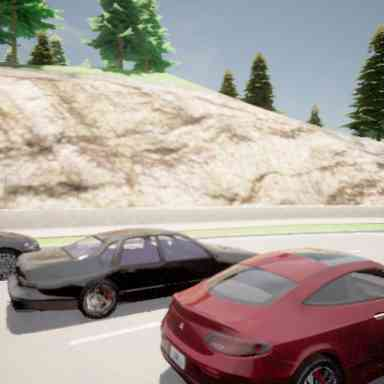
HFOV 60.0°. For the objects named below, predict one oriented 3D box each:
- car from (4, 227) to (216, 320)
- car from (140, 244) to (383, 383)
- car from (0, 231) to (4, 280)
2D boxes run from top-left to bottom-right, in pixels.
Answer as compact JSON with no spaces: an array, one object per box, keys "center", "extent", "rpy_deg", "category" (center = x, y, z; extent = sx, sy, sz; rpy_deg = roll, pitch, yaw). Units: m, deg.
[{"center":[-0.864,1.487,7.103],"extent":[5.357,1.411,2.033],"rpy_deg":[0,0,-30],"category":"car"},{"center":[1.858,1.513,4.509],"extent":[4.674,1.442,1.812],"rpy_deg":[0,0,-30],"category":"car"},{"center":[-6.260,1.364,7.894],"extent":[4.902,1.511,2.128],"rpy_deg":[0,0,-36],"category":"car"}]
